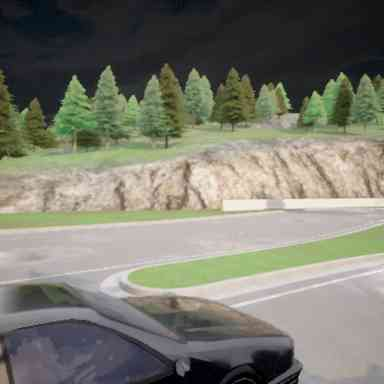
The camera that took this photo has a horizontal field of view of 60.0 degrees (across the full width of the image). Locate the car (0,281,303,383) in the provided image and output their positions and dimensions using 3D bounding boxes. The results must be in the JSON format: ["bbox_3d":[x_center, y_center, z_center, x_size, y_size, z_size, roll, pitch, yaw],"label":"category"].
[{"bbox_3d":[-1.445,1.546,2.686,5.357,1.411,2.033,0,0,-36],"label":"car"}]
